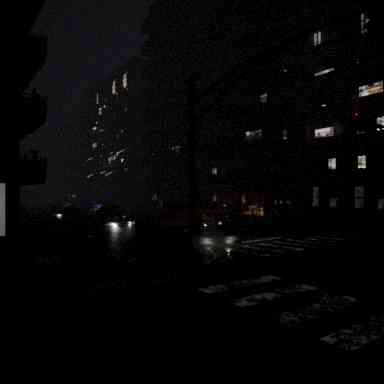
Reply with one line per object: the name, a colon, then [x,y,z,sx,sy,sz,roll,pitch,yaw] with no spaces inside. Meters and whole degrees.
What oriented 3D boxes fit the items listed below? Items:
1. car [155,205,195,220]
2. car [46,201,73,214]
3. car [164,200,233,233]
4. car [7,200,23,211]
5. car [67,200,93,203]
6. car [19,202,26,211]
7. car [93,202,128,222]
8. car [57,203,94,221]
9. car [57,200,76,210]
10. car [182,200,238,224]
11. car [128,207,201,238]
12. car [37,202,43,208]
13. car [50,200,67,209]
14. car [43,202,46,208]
car: [-1.830,2.045,34.199,1.887,1.381,4.507,-1,0,-36]
car: [-19.372,2.456,48.762,2.033,1.411,5.357,0,-1,-36]
car: [0.038,1.531,21.826,2.150,2.045,5.566,0,-1,-36]
car: [-35.154,2.639,65.931,2.192,1.841,5.009,-1,0,-36]
car: [-17.691,2.418,51.738,2.128,1.511,4.902,0,-1,-36]
car: [-31.825,2.769,61.346,1.887,1.381,4.507,-1,0,-36]
car: [-7.637,2.053,32.428,1.837,1.490,4.892,0,-1,-36]
car: [-11.877,2.163,33.835,1.887,1.381,4.507,-1,0,-36]
car: [-25.107,2.523,66.294,2.192,1.841,5.009,-1,0,-36]
car: [1.488,1.713,29.615,2.192,1.841,5.009,-1,0,-36]
car: [-1.804,1.832,19.941,1.752,1.417,4.829,-1,0,-36]
car: [-35.076,3.049,80.050,1.887,1.381,4.507,-1,0,-36]
car: [-28.433,2.623,70.880,2.192,1.841,5.009,-1,0,-36]
car: [-31.750,2.972,75.464,1.947,1.339,4.313,-1,0,-36]
